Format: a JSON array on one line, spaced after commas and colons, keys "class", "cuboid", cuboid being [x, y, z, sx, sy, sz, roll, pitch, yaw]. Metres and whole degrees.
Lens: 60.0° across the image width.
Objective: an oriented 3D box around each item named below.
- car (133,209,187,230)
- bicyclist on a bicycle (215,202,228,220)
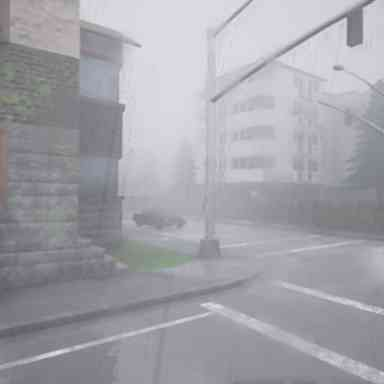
[{"class": "car", "cuboid": [-2.380, 1.904, 23.915, 1.895, 1.301, 4.718, 1, 0, -36]}, {"class": "bicyclist on a bicycle", "cuboid": [2.646, 1.684, 29.749, 1.656, 1.620, 0.582, 0, 0, -36]}]
